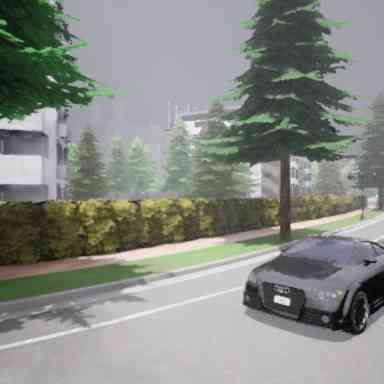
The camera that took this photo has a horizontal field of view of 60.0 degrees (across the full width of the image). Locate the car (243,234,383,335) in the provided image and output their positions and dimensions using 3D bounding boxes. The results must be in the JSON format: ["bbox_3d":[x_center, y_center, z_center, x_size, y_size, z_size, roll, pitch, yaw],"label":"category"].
[{"bbox_3d":[2.909,1.622,6.930,4.181,1.385,1.994,0,-1,-45],"label":"car"}]
